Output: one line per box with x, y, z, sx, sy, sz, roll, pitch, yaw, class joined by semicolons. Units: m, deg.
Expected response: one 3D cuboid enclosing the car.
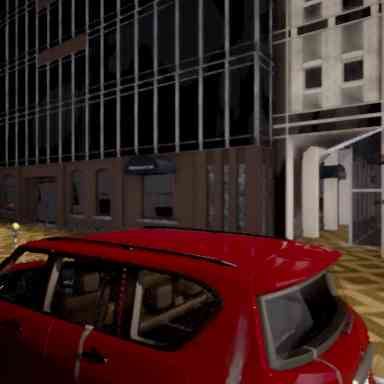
-0.860;1.303;3.491;5.009;1.841;2.192;0;0;35;car
